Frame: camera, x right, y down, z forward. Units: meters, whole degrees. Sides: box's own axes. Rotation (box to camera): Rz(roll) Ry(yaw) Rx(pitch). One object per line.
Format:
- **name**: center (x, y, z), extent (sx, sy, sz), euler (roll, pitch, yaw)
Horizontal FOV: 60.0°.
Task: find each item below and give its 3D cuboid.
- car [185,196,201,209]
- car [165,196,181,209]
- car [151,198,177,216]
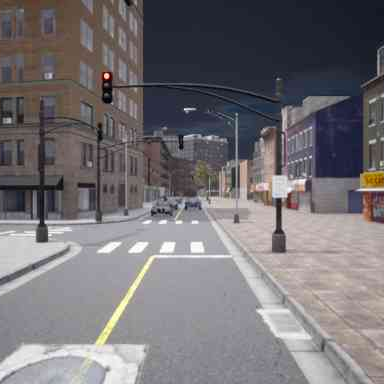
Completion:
- **car**: center (0.125, 1.361, 44.690), extent (2.097, 1.767, 4.553), euler (0, 0, 0)
- **car**: center (-2.824, 1.360, 42.088), extent (2.097, 1.767, 4.553), euler (0, 0, 0)
- **car**: center (-2.832, 1.568, 32.315), extent (1.994, 1.385, 4.181), euler (0, 0, 0)
